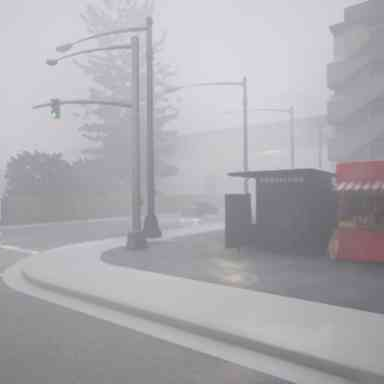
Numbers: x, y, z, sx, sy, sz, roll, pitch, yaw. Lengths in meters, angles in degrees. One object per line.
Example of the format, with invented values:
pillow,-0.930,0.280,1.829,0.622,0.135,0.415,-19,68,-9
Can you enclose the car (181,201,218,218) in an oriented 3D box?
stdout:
car,0.857,1.650,32.272,1.812,1.442,4.674,-1,-1,36
